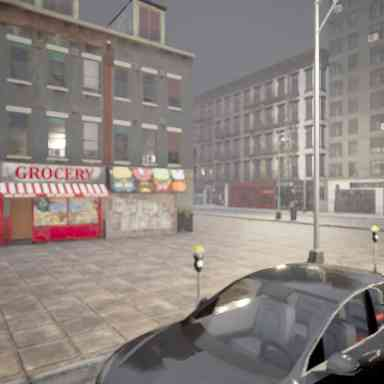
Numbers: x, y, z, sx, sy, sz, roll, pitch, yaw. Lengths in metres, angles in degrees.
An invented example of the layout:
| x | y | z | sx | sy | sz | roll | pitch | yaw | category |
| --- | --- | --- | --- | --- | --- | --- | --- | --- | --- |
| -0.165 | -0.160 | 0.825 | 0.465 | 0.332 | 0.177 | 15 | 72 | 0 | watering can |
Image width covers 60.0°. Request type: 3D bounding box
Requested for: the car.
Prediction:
| x | y | z | sx | sy | sz | roll | pitch | yaw | category |
| --- | --- | --- | --- | --- | --- | --- | --- | --- | --- |
| 1.155 | 1.576 | 3.633 | 4.313 | 1.339 | 1.947 | 0 | 0 | -35 | car |
